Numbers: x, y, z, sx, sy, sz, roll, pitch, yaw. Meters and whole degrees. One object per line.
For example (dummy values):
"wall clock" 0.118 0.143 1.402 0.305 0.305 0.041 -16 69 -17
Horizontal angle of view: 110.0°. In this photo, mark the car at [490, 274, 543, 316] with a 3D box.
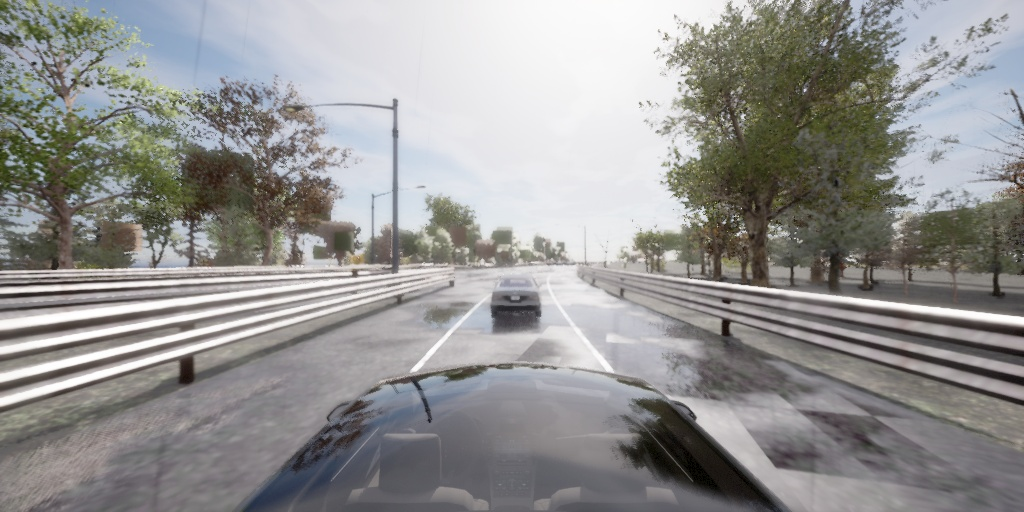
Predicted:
"car" 0.218 1.426 14.041 2.033 1.411 5.357 0 -1 3
